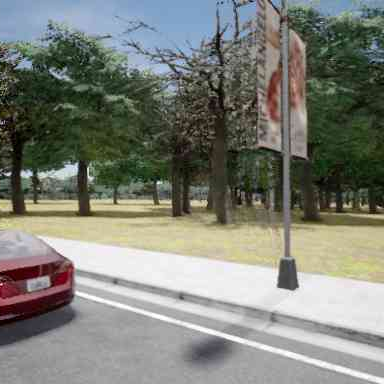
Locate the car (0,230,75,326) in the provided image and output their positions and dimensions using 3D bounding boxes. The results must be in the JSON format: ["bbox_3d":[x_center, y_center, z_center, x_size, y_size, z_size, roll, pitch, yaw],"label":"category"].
[{"bbox_3d":[-4.340,1.500,6.657,4.792,1.488,2.163,0,0,35],"label":"car"}]
